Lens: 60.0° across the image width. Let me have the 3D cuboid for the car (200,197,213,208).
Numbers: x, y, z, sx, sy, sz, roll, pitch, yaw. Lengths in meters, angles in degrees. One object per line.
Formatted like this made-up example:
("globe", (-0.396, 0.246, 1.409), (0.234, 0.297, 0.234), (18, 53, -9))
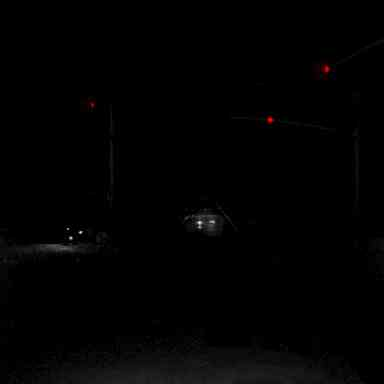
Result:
("car", (2.210, 1.489, 49.663), (1.812, 1.442, 4.674), (0, 0, 3))

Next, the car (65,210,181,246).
("car", (-3.032, 1.548, 15.676), (5.357, 1.411, 2.033), (0, 0, -40))

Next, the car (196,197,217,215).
("car", (1.405, 1.528, 32.761), (1.994, 1.385, 4.181), (0, 0, 3))
